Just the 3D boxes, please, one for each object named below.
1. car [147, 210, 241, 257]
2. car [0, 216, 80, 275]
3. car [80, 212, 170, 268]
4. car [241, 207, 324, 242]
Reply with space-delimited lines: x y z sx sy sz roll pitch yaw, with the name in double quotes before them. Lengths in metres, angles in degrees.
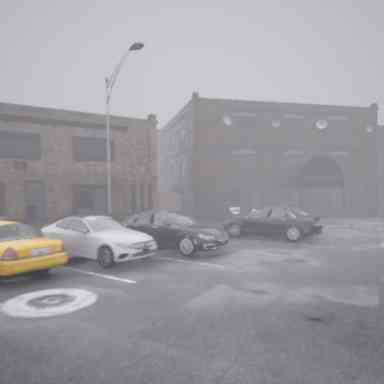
"car" -0.903 1.484 12.958 4.892 1.521 2.231 -1 -1 35
"car" -5.832 1.486 9.645 5.366 1.575 1.946 -1 -1 35
"car" -3.288 1.524 11.251 4.674 1.452 2.002 -1 -1 35
"car" 3.877 1.480 16.353 4.892 1.521 2.231 -1 0 34
